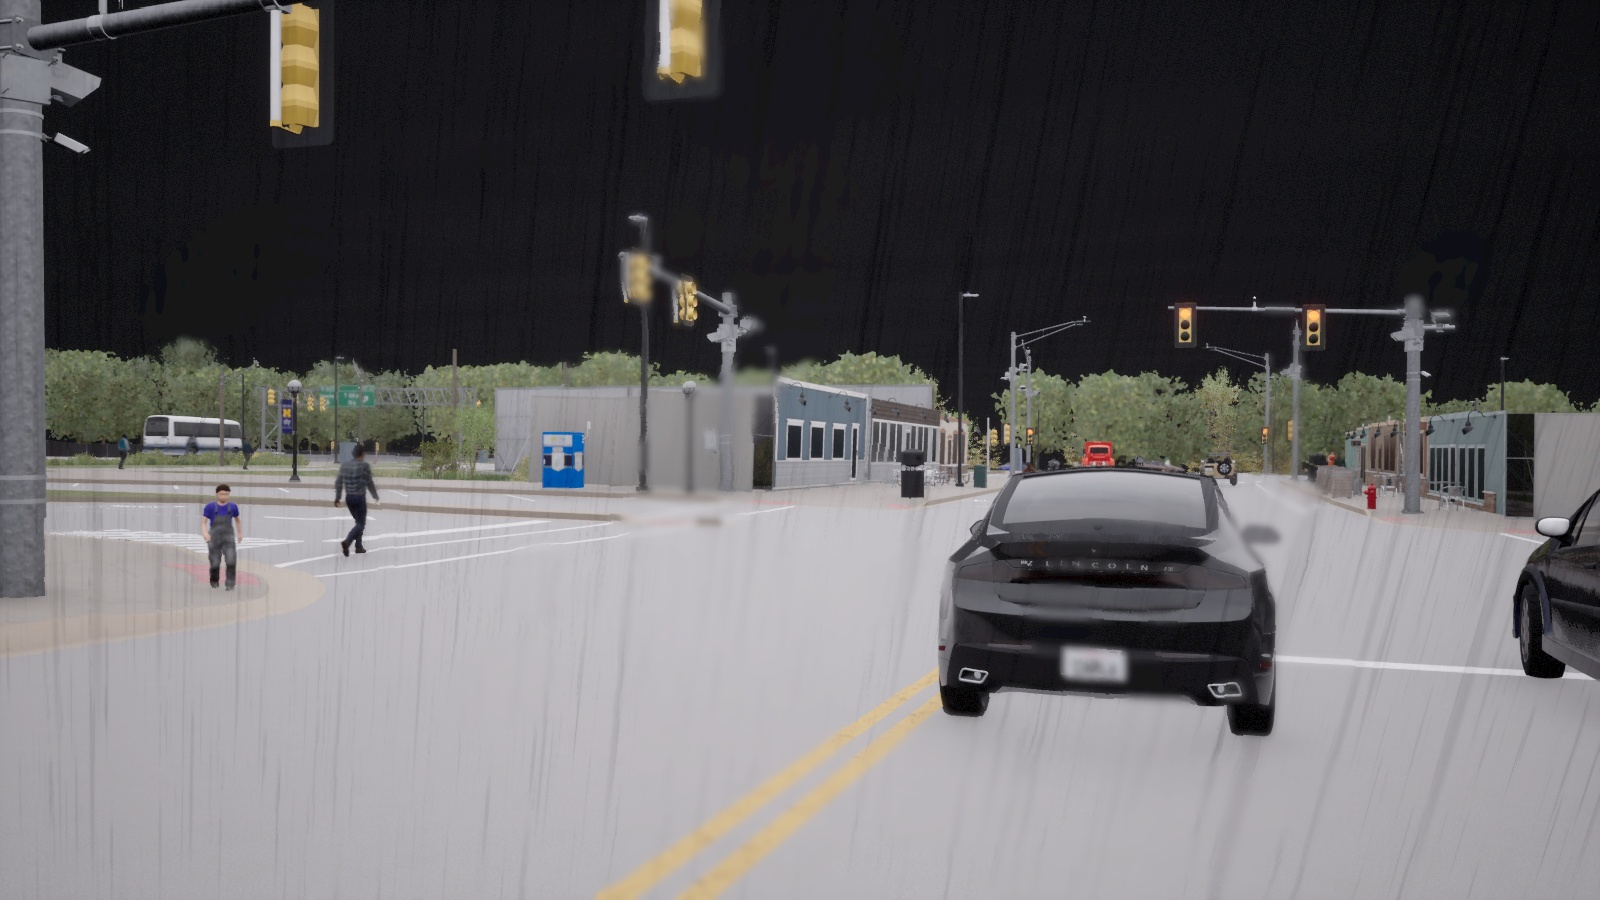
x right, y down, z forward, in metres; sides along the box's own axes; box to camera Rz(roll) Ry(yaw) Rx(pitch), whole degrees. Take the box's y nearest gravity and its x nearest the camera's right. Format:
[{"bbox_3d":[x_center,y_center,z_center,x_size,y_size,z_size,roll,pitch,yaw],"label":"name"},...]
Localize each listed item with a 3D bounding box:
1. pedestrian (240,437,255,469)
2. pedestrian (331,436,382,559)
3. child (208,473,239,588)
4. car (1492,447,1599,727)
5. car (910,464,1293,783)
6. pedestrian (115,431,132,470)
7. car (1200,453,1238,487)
[{"bbox_3d":[-31.587,0.173,71.785,0.402,1.842,0.726,1,1,19],"label":"pedestrian"},{"bbox_3d":[-7.177,0.754,20.357,0.423,1.949,0.788,1,1,13],"label":"pedestrian"},{"bbox_3d":[-6.491,0.896,14.133,0.270,1.263,0.437,0,1,-31],"label":"child"},{"bbox_3d":[5.806,0.822,7.885,1.851,1.617,3.988,1,-1,18],"label":"car"},{"bbox_3d":[2.155,0.886,8.577,1.837,1.490,4.892,1,-1,17],"label":"car"},{"bbox_3d":[-34.316,0.022,63.692,0.396,1.930,0.692,1,1,17],"label":"pedestrian"},{"bbox_3d":[23.680,1.096,71.104,1.932,1.855,4.605,1,0,17],"label":"car"}]
